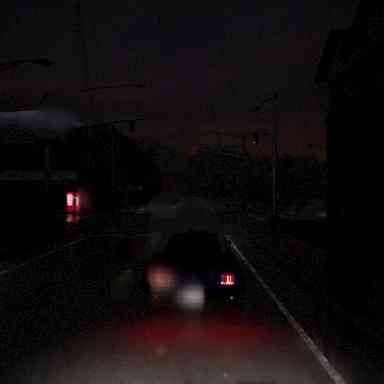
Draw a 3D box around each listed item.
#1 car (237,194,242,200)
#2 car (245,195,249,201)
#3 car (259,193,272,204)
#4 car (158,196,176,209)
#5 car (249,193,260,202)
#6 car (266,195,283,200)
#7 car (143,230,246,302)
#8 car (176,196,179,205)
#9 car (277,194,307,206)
[{"bbox_3d":[13.881,1.389,88.901,3.633,1.501,1.845,0,0,0],"label":"car"},{"bbox_3d":[13.747,1.113,70.317,4.605,1.855,1.932,0,0,0],"label":"car"},{"bbox_3d":[14.162,1.169,54.617,5.027,1.636,2.152,0,0,0],"label":"car"},{"bbox_3d":[-3.596,1.505,46.505,1.837,1.490,4.892,0,0,0],"label":"car"},{"bbox_3d":[14.160,1.092,67.411,3.866,1.878,1.905,0,0,0],"label":"car"},{"bbox_3d":[21.302,1.399,85.922,3.806,1.475,1.970,0,0,0],"label":"car"},{"bbox_3d":[0.057,1.601,8.225,1.895,1.301,4.718,0,0,1],"label":"car"},{"bbox_3d":[-3.588,1.505,56.122,1.837,1.490,4.892,0,0,0],"label":"car"},{"bbox_3d":[14.486,1.248,48.200,3.806,1.475,1.970,0,0,0],"label":"car"}]
